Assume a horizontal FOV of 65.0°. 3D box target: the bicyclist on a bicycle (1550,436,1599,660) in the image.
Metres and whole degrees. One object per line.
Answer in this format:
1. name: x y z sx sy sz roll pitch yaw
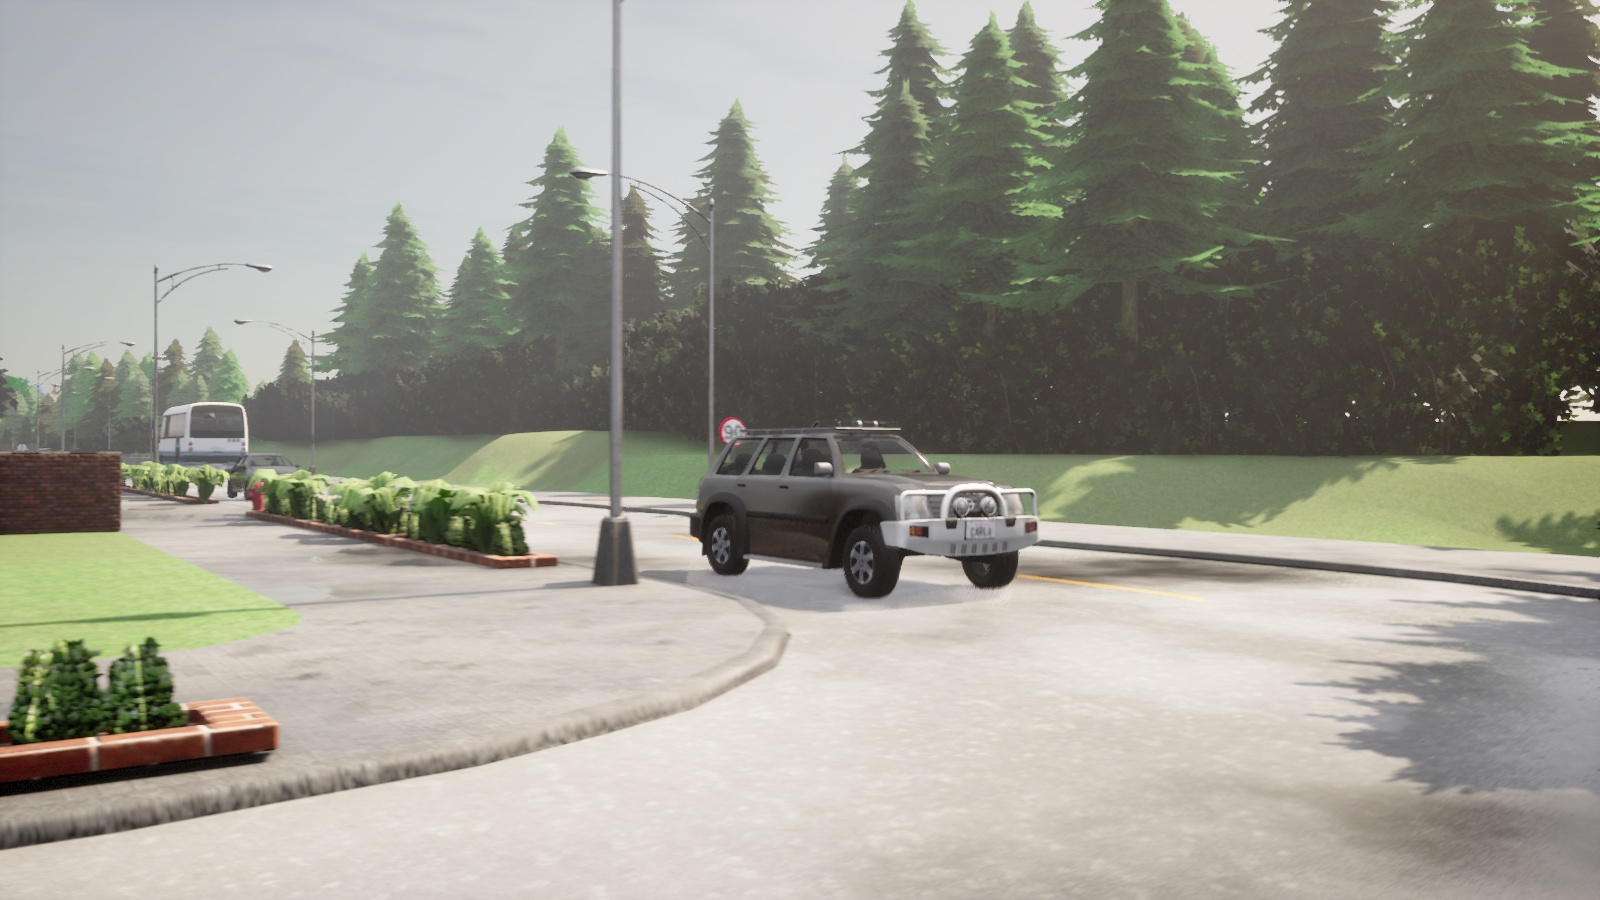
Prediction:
1. bicyclist on a bicycle: 6.152 0.693 8.854 0.866 1.612 1.509 -2 0 5

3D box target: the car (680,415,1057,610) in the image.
1. car: 0.575 0.602 14.381 1.932 1.855 4.605 0 0 -34

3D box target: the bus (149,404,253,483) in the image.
1. bus: -35.214 -0.330 73.610 3.944 4.253 10.273 0 0 -34

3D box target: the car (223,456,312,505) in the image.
1. car: -17.042 0.917 40.075 1.816 1.474 4.193 0 0 -34
